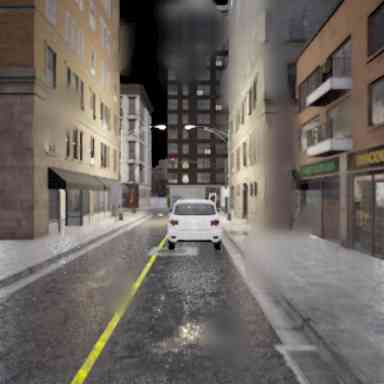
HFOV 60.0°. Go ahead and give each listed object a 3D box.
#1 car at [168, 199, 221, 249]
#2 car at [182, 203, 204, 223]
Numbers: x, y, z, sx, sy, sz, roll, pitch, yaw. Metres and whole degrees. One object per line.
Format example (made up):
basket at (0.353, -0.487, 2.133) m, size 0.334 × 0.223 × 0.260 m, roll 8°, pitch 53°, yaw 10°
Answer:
car at (0.110, 1.343, 15.243) m, size 2.150 × 2.045 × 5.566 m, roll 0°, pitch 0°, yaw 0°
car at (0.108, 1.753, 29.054) m, size 1.812 × 1.442 × 4.674 m, roll 0°, pitch 0°, yaw 0°
